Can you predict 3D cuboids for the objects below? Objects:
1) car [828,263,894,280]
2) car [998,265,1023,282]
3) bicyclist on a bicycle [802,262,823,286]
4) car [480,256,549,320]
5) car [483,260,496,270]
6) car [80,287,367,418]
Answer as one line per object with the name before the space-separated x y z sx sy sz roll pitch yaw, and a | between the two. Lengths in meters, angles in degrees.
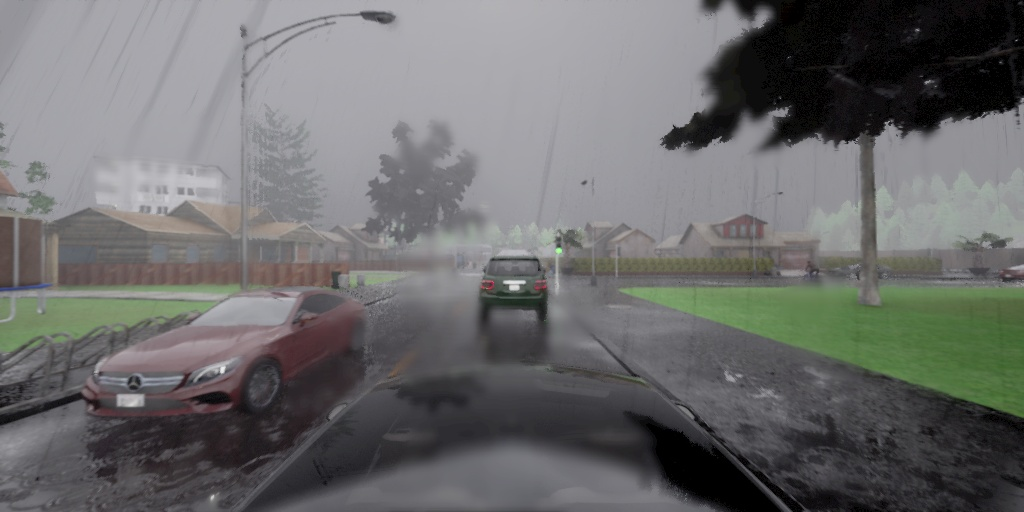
car | 31.642 1.406 32.610 4.892 1.490 1.837 0 0 1
car | 41.759 1.405 28.495 4.674 1.442 1.812 0 0 1
bicyclist on a bicycle | 20.321 1.209 24.282 0.582 1.620 1.656 0 -1 0
car | 0.086 1.025 12.969 2.150 2.045 5.566 0 -1 0
car | -3.934 1.558 63.284 1.837 1.490 4.892 0 0 1
car | -4.075 1.298 6.163 1.812 1.442 4.674 0 0 0
